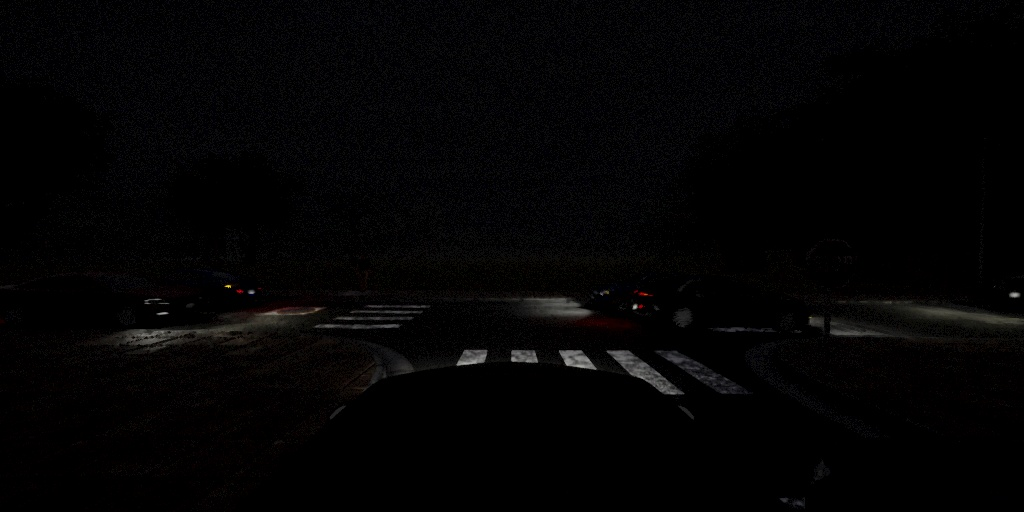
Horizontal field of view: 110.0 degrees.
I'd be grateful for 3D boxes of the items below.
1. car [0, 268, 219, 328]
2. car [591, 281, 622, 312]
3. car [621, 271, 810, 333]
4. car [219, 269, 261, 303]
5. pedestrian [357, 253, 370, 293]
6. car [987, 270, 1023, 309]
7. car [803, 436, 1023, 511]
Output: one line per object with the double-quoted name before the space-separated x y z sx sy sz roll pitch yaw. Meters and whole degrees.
"car" -12.137 1.192 10.724 5.008 1.535 1.882 0 1 0
"car" 5.412 1.308 13.698 4.674 1.442 1.812 1 1 0
"car" 6.116 1.333 10.768 4.892 1.490 1.837 2 0 0
"car" -12.229 1.176 13.675 4.674 1.442 1.812 0 1 0
"pedestrian" -6.889 0.756 16.582 0.375 1.860 0.375 0 1 0
"car" 21.990 1.158 13.711 5.566 2.045 2.150 1 1 0
"car" 2.638 1.301 0.407 2.007 1.370 4.403 0 0 0
